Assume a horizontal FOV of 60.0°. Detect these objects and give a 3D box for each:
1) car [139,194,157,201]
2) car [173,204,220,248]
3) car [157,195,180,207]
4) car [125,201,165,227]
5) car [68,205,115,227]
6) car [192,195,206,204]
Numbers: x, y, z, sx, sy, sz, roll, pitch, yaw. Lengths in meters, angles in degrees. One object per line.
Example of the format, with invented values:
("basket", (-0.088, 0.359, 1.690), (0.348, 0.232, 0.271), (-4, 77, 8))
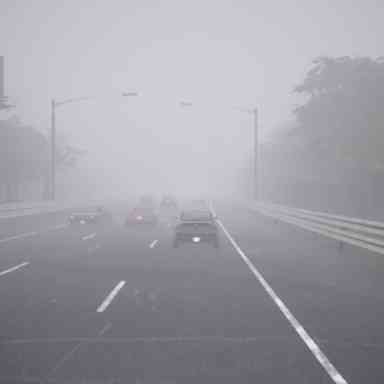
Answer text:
("car", (-5.998, 1.066, 46.129), (2.097, 1.767, 4.553), (0, 1, 2))
("car", (0.199, 1.504, 14.809), (1.837, 1.490, 4.892), (0, 0, 1))
("car", (-2.689, 1.156, 40.686), (2.097, 1.767, 4.553), (0, 1, 2))
("car", (-3.175, 1.540, 22.357), (1.994, 1.385, 4.181), (0, 0, 1))
("car", (-6.679, 1.570, 22.642), (1.895, 1.301, 4.718), (0, 0, 1))
("car", (1.068, 1.222, 47.806), (1.812, 1.442, 4.674), (0, 1, 2))
